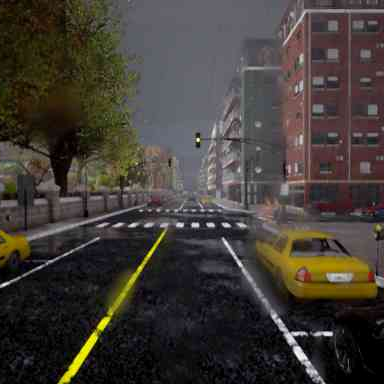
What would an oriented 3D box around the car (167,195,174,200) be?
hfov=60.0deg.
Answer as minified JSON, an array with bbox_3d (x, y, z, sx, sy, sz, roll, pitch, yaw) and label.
[{"bbox_3d":[-5.809,1.558,90.481,1.802,1.307,4.206,0,0,0],"label":"car"}]

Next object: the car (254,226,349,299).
[{"bbox_3d":[2.677,1.518,8.350,1.752,1.417,4.829,0,0,0],"label":"car"}]

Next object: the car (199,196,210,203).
[{"bbox_3d":[2.599,1.522,68.352,2.008,1.369,4.403,0,0,0],"label":"car"}]

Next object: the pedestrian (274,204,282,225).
[{"bbox_3d":[5.432,1.408,20.969,0.375,1.300,0.375,0,0,0],"label":"pedestrian"}]

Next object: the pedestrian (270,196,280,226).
[{"bbox_3d":[5.176,1.126,20.368,0.375,1.860,0.375,0,0,0],"label":"pedestrian"}]

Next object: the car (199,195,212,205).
[{"bbox_3d":[2.613,1.496,57.451,1.752,1.417,4.829,0,0,0],"label":"car"}]

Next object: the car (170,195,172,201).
[{"bbox_3d":[-5.781,1.516,68.340,1.887,1.381,4.507,0,0,0],"label":"car"}]

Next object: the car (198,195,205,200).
[{"bbox_3d":[2.571,1.520,90.492,1.887,1.381,4.507,0,0,0],"label":"car"}]

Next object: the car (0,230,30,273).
[{"bbox_3d":[-5.703,1.518,7.998,1.752,1.417,4.829,0,0,0],"label":"car"}]

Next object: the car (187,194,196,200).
[{"bbox_3d":[-0.112,1.412,87.479,2.128,1.511,4.902,0,0,0],"label":"car"}]

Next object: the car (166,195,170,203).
[{"bbox_3d":[-5.775,1.411,62.805,1.967,1.590,4.097,0,0,0],"label":"car"}]

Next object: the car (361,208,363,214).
[{"bbox_3d":[20.260,1.897,35.210,4.507,1.381,1.887,1,-1,0],"label":"car"}]

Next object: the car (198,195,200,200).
[{"bbox_3d":[2.606,1.516,62.816,1.887,1.381,4.507,0,0,0],"label":"car"}]

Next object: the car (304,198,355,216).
[{"bbox_3d":[14.570,1.565,35.188,5.009,1.841,2.192,1,-1,0],"label":"car"}]

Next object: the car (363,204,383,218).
[{"bbox_3d":[20.275,1.912,32.607,5.357,1.411,2.033,1,0,0],"label":"car"}]

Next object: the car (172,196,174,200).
[{"bbox_3d":[-5.795,1.555,79.410,1.802,1.307,4.206,0,0,0],"label":"car"}]

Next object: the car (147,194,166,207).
[{"bbox_3d":[-5.761,1.286,51.734,2.192,1.841,5.009,0,0,0],"label":"car"}]

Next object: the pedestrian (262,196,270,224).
[{"bbox_3d":[4.898,1.128,21.567,0.375,1.860,0.375,0,0,0],"label":"pedestrian"}]

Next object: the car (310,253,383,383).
[{"bbox_3d":[2.685,1.563,2.549,1.947,1.339,4.313,0,0,0],"label":"car"}]

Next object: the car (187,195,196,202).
[{"bbox_3d":[-0.098,1.519,77.467,1.994,1.385,4.181,0,0,0],"label":"car"}]
